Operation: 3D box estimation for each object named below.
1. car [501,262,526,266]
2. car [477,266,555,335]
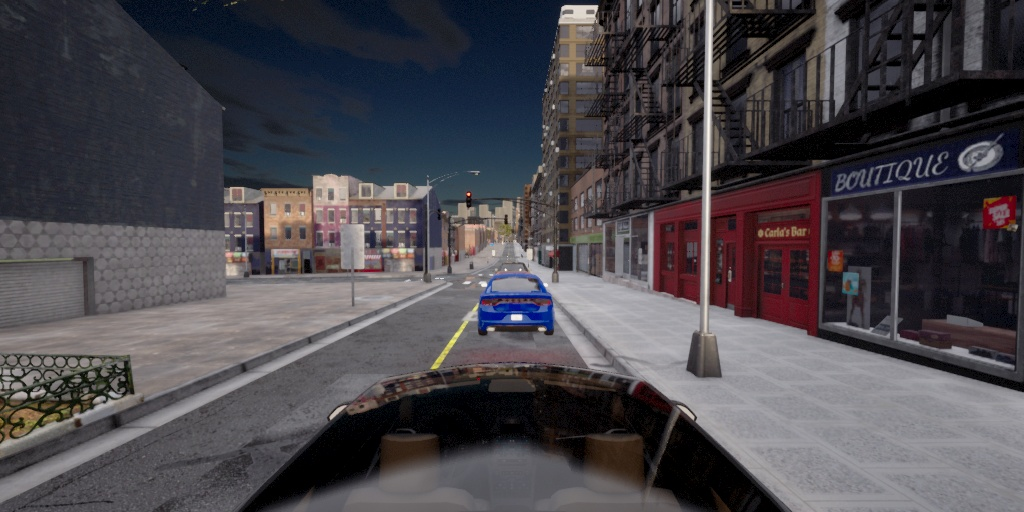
[{"bbox_3d":[0.053,1.107,20.495,2.097,1.767,4.553,0,0,0],"label":"car"},{"bbox_3d":[0.087,1.227,10.502,1.882,1.535,5.008,0,0,0],"label":"car"}]
